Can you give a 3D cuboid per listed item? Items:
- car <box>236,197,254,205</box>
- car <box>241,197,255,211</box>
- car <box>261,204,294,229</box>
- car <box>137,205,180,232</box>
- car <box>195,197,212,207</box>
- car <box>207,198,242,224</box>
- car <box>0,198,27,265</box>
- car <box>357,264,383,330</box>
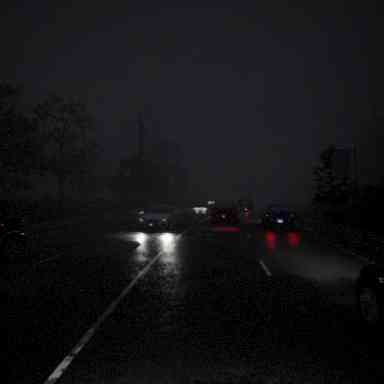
[{"bbox_3d":[9.608,1.630,60.027,1.895,1.301,4.718,0,0,24],"label":"car"},{"bbox_3d":[6.785,1.515,42.060,2.128,1.511,4.902,0,0,17],"label":"car"},{"bbox_3d":[5.585,1.544,21.916,1.812,1.442,4.674,0,0,9],"label":"car"},{"bbox_3d":[-1.906,1.522,20.535,1.812,1.442,4.674,0,0,9],"label":"car"},{"bbox_3d":[1.936,1.492,50.287,2.128,1.511,4.902,0,0,20],"label":"car"},{"bbox_3d":[2.536,1.487,24.769,1.882,1.535,5.008,0,0,10],"label":"car"},{"bbox_3d":[-6.702,1.208,8.788,2.150,2.045,5.566,0,0,4],"label":"car"},{"bbox_3d":[3.782,1.500,3.983,2.128,1.511,4.902,0,0,2],"label":"car"}]
